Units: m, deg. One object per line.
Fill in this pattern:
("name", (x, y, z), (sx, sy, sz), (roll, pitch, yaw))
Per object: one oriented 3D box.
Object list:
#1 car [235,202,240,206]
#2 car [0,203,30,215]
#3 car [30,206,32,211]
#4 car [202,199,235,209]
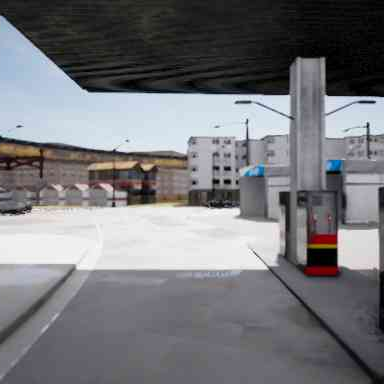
("car", (5.675, 2.051, 58.287), (5.357, 1.411, 2.033), (0, -1, -13))
("car", (-20.540, 1.916, 36.411), (1.994, 1.385, 4.181), (-1, -1, 33))
("car", (-22.194, 1.992, 40.568), (1.895, 1.301, 4.718), (-1, -1, 36))
("car", (3.967, 1.975, 54.140), (4.892, 1.490, 1.837), (0, -1, -15))
